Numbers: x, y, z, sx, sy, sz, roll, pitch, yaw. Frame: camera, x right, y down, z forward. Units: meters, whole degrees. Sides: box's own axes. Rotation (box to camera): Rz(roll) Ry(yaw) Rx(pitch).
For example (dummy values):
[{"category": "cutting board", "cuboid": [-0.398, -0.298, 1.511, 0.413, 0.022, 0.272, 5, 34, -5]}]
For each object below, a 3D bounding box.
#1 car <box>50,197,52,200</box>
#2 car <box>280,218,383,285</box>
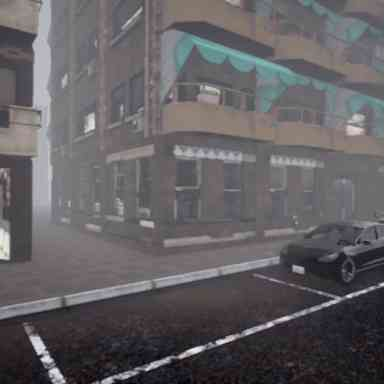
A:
[{"category": "car", "cuboid": [-35.176, 1.562, 87.429, 4.206, 1.307, 1.802, 0, 1, -35]}, {"category": "car", "cuboid": [4.369, 1.502, 9.372, 4.313, 1.339, 1.947, -1, 1, -35]}]
